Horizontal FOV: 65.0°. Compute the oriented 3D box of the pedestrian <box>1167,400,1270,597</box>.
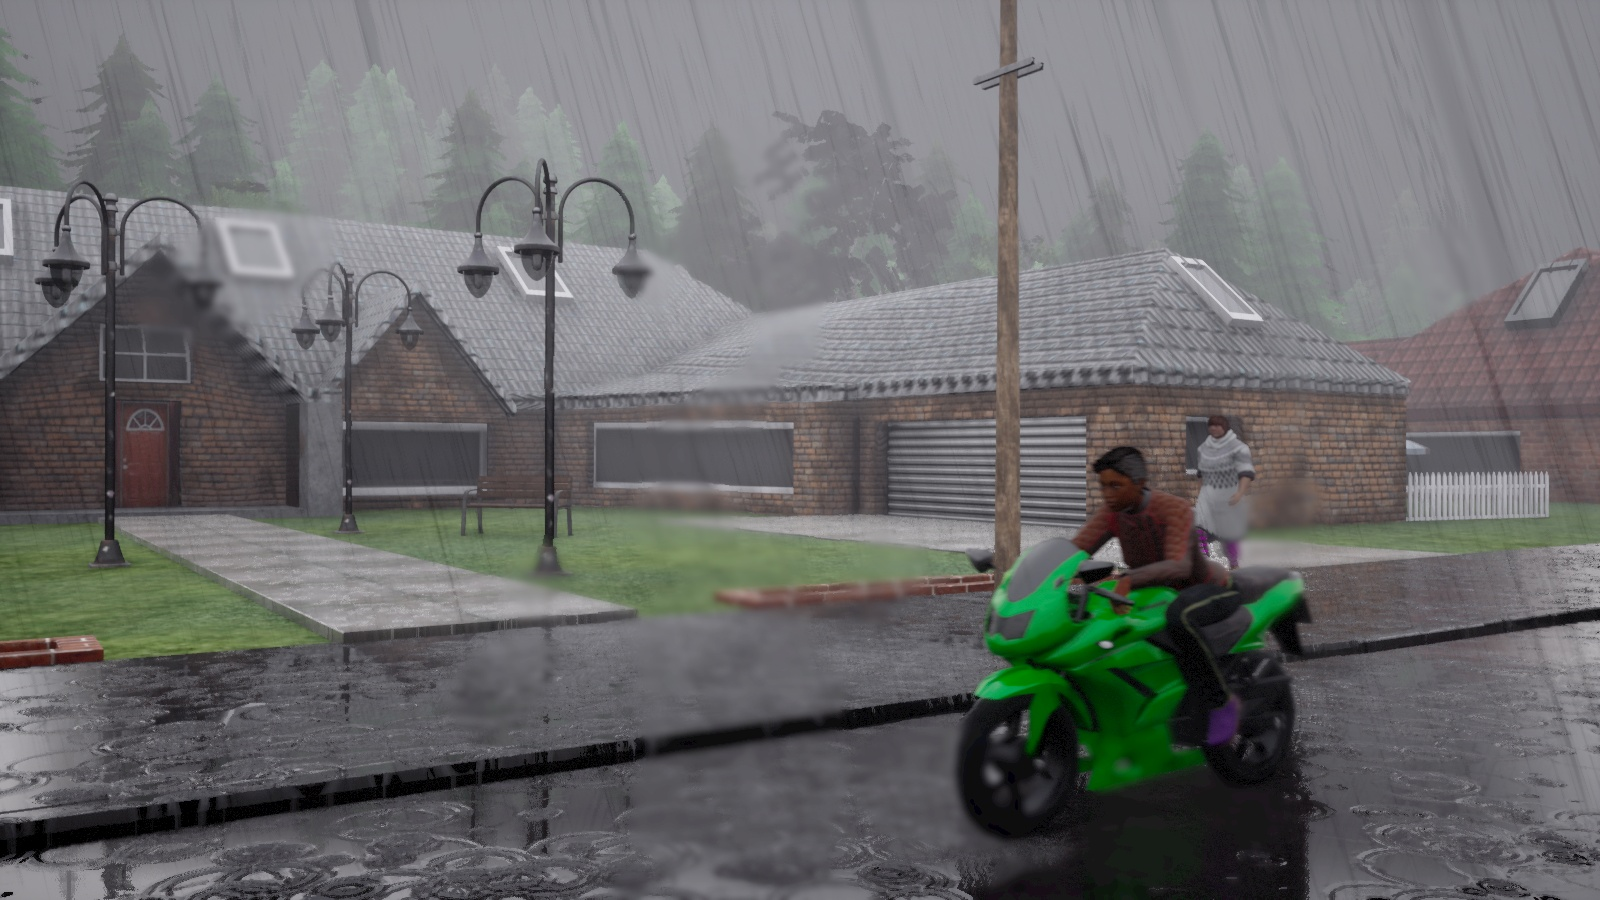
[{"bbox_3d":[4.325,0.477,12.973,0.873,1.952,0.659,0,0,-41],"label":"pedestrian"}]

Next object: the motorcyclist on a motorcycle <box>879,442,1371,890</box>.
[{"bbox_3d":[1.384,0.737,5.173,2.044,1.523,0.797,0,0,-34],"label":"motorcyclist on a motorcycle"}]
